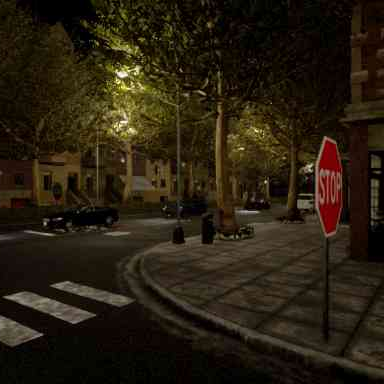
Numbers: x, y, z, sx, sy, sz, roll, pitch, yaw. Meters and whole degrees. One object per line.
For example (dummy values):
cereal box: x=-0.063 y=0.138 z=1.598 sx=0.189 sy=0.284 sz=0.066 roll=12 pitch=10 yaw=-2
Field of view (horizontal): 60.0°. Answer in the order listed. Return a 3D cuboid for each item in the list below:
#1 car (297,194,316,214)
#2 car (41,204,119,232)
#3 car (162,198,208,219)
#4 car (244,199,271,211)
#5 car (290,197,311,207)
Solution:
car: x=12.748 y=1.229 z=35.778 sx=2.435 sy=2.045 sz=5.566 roll=0 pitch=0 yaw=36
car: x=-6.714 y=1.491 z=20.426 sx=2.128 sy=1.511 sz=4.902 roll=0 pitch=0 yaw=36
car: x=-0.514 y=1.352 z=28.940 sx=2.097 sy=1.767 sz=4.553 roll=0 pitch=0 yaw=36
car: x=7.974 y=1.564 z=40.504 sx=1.994 sy=1.385 sz=4.181 roll=0 pitch=0 yaw=36
car: x=17.411 y=1.555 z=53.223 sx=1.837 sy=1.490 sz=4.892 roll=0 pitch=0 yaw=36
